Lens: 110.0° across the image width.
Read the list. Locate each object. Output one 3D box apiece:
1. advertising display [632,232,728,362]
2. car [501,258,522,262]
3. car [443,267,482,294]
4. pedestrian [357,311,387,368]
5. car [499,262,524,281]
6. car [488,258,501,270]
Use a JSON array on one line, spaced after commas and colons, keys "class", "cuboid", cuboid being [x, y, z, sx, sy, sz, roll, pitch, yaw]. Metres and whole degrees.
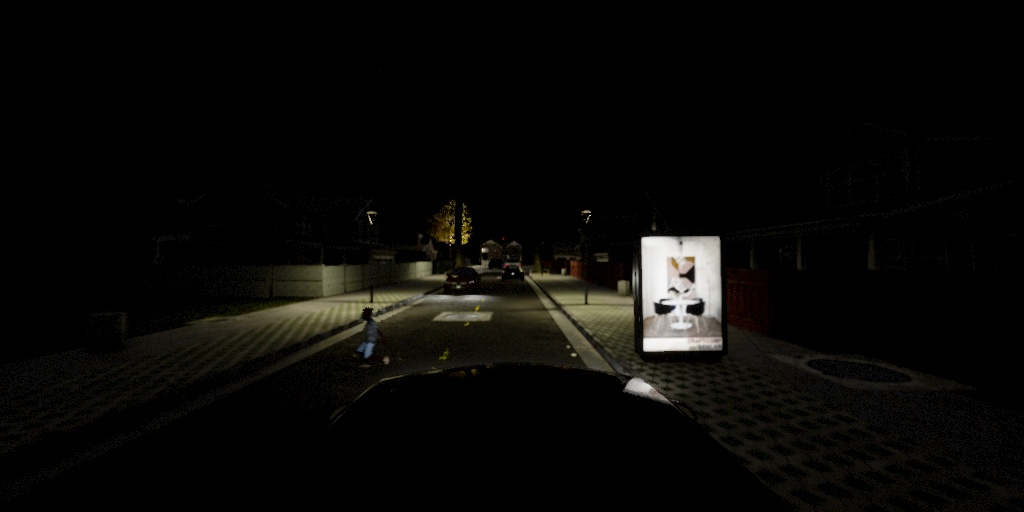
[{"class": "advertising display", "cuboid": [3.010, 0.806, 6.404, 1.540, 2.440, 0.280, 0, 0, 0]}, {"class": "car", "cuboid": [0.075, 1.244, 45.256, 2.150, 2.045, 5.566, 0, 0, 0]}, {"class": "car", "cuboid": [-2.856, 1.401, 21.462, 1.812, 1.442, 4.674, 0, 0, 0]}, {"class": "pedestrian", "cuboid": [-2.539, 1.074, 6.491, 0.375, 1.860, 0.375, 1, -1, -12]}, {"class": "car", "cuboid": [0.083, 1.508, 32.606, 1.994, 1.385, 4.181, 0, 0, 0]}, {"class": "car", "cuboid": [-2.841, 1.333, 60.797, 2.150, 2.045, 5.566, 0, 0, 0]}]
